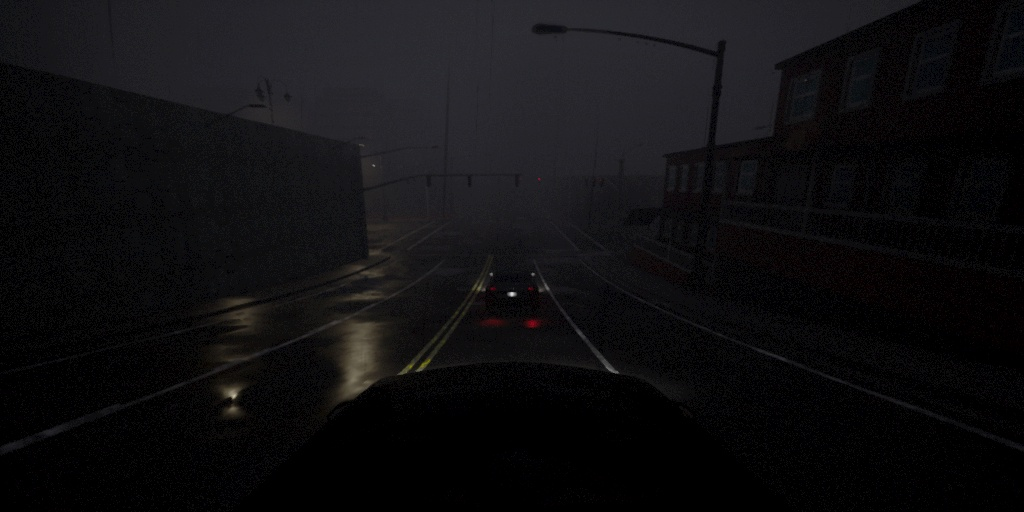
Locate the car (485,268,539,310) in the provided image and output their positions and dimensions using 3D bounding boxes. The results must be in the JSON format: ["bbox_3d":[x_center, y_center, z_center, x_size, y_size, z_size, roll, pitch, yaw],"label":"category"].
[{"bbox_3d":[0.010,1.154,14.193,1.994,1.385,4.181,0,3,0],"label":"car"}]
